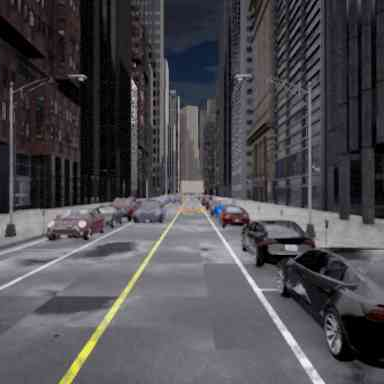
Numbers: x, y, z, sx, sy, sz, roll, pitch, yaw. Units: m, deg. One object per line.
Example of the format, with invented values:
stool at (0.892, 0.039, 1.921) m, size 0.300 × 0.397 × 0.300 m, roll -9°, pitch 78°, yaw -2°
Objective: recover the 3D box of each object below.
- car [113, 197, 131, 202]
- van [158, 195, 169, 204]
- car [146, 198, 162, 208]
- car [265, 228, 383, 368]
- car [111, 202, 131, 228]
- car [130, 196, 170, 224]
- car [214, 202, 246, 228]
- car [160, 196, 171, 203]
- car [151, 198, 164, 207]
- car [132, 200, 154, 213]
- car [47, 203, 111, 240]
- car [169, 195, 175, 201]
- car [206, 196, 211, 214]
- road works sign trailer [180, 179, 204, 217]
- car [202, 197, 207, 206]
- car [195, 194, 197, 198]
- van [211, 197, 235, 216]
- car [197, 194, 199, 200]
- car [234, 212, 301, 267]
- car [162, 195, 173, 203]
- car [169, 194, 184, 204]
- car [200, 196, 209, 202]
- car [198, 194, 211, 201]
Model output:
car at (-5.757, 1.387, 28.177) m, size 2.192 × 1.841 × 5.009 m, roll 0°, pitch 0°, yaw 0°
van at (-5.753, 1.533, 67.443) m, size 1.690 × 1.788 × 3.998 m, roll 0°, pitch 0°, yaw 0°
car at (-5.755, 1.688, 50.614) m, size 2.008 × 1.369 × 4.403 m, roll 0°, pitch 0°, yaw 0°
car at (2.765, 1.580, 5.753) m, size 1.947 × 1.339 × 4.313 m, roll 0°, pitch 0°, yaw 0°
car at (-5.758, 1.608, 22.567) m, size 2.008 × 1.369 × 4.403 m, roll 0°, pitch 0°, yaw 0°
car at (-3.096, 1.416, 25.288) m, size 2.097 × 1.767 × 4.553 m, roll 0°, pitch 0°, yaw 0°
car at (2.767, 1.602, 22.581) m, size 1.887 × 1.381 × 4.507 m, roll 0°, pitch 0°, yaw 0°
car at (-5.753, 1.651, 73.052) m, size 1.967 × 1.590 × 4.097 m, roll 0°, pitch 0°, yaw 0°
car at (-5.755, 1.737, 56.223) m, size 1.802 × 1.307 × 4.206 m, roll 0°, pitch 0°, yaw 0°
car at (-5.757, 1.669, 39.395) m, size 1.947 × 1.339 × 4.313 m, roll 0°, pitch 0°, yaw 0°
car at (-5.759, 1.483, 16.958) m, size 1.967 × 1.590 × 4.097 m, roll 0°, pitch 0°, yaw 0°
car at (-5.750, 1.631, 95.386) m, size 1.690 × 1.788 × 3.998 m, roll 0°, pitch 0°, yaw 0°
car at (2.768, 1.527, 33.799) m, size 1.967 × 1.590 × 4.097 m, roll 0°, pitch 0°, yaw 0°
road works sign trailer at (0.004, 0.548, 32.527) m, size 2.380 × 3.560 × 2.880 m, roll 0°, pitch 0°, yaw 0°
car at (2.769, 1.685, 45.017) m, size 1.947 × 1.339 × 4.313 m, roll 0°, pitch 0°, yaw 0°
car at (2.775, 1.603, 95.500) m, size 2.192 × 1.841 × 5.009 m, roll 0°, pitch 0°, yaw 0°
van at (2.768, 1.413, 28.191) m, size 1.690 × 1.788 × 3.998 m, roll 0°, pitch 0°, yaw 0°
car at (2.772, 1.507, 67.454) m, size 2.192 × 1.841 × 5.009 m, roll 0°, pitch 0°, yaw 0°
car at (2.765, 1.594, 11.363) m, size 1.947 × 1.339 × 4.313 m, roll 0°, pitch 0°, yaw 0°
car at (-5.752, 1.545, 78.662) m, size 2.192 × 1.841 × 5.009 m, roll 0°, pitch 0°, yaw 0°
car at (-2.995, 1.734, 67.326) m, size 2.033 × 1.411 × 5.357 m, roll 0°, pitch 0°, yaw 0°
car at (2.770, 1.737, 56.235) m, size 1.802 × 1.307 × 4.206 m, roll 0°, pitch 0°, yaw 0°
car at (2.771, 1.488, 61.845) m, size 2.192 × 1.841 × 5.009 m, roll 0°, pitch 0°, yaw 0°
